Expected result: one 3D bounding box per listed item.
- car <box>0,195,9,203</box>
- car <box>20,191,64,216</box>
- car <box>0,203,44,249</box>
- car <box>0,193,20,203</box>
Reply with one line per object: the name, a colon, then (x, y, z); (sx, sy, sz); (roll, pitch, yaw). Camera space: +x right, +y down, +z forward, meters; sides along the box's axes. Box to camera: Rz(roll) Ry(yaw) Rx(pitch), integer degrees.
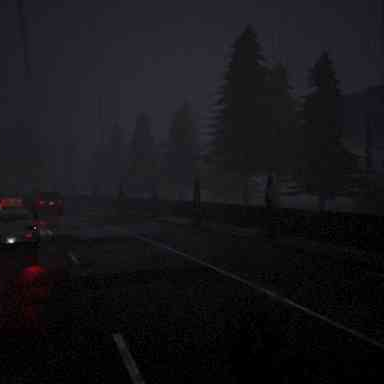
car: (-17.162, 1.200, 28.175); (1.812, 1.442, 4.674); (0, 0, -38)
car: (-12.324, 0.941, 27.573); (2.150, 2.045, 5.566); (0, 0, -37)
car: (-7.187, 1.381, 13.234); (1.812, 1.442, 4.674); (0, 0, -29)
car: (-20.996, 0.934, 37.753); (2.097, 1.767, 4.553); (0, 1, -43)
